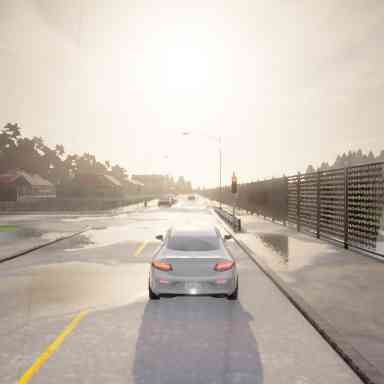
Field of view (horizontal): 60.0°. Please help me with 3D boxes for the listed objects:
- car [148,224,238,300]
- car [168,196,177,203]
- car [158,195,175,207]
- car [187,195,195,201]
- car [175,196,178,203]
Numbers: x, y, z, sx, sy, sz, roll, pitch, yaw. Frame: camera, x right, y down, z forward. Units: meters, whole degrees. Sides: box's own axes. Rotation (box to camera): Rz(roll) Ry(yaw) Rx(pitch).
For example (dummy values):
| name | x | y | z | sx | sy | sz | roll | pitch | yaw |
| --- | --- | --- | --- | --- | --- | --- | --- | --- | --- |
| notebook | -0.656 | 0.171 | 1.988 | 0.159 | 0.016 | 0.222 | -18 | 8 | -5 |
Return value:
| name | x | y | z | sx | sy | sz | roll | pitch | yaw |
| --- | --- | --- | --- | --- | --- | --- | --- | --- | --- |
| car | 0.037 | 1.526 | 8.268 | 1.812 | 1.442 | 4.674 | 0 | 0 | 0 |
| car | -4.153 | 1.524 | 71.654 | 1.812 | 1.442 | 4.674 | 0 | 0 | 0 |
| car | -4.205 | 1.478 | 51.810 | 1.882 | 1.535 | 5.008 | 0 | 0 | 0 |
| car | -0.190 | 1.478 | 86.391 | 1.882 | 1.535 | 5.008 | 0 | 0 | 0 |
| car | -4.195 | 1.352 | 61.740 | 2.097 | 1.767 | 4.553 | 0 | 0 | 0 |
